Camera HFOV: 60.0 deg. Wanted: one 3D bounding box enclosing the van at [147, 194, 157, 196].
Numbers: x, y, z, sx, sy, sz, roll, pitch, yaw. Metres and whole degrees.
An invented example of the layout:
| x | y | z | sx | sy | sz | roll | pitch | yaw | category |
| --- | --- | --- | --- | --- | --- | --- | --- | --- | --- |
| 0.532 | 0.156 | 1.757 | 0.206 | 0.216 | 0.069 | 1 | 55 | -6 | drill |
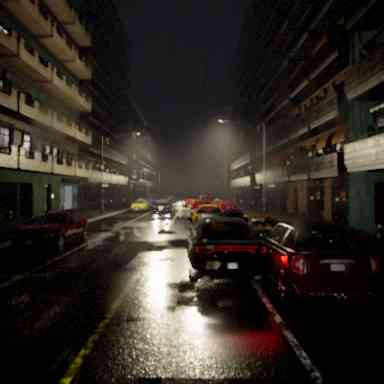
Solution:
| x | y | z | sx | sy | sz | roll | pitch | yaw | category |
| --- | --- | --- | --- | --- | --- | --- | --- | --- | --- |
| -5.593 | 1.222 | 47.762 | 1.690 | 1.788 | 3.998 | 0 | 0 | 0 | van |

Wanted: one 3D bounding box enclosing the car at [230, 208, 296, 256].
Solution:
| x | y | z | sx | sy | sz | roll | pitch | yaw | category |
| --- | --- | --- | --- | --- | --- | --- | --- | --- | --- |
| 2.716 | 1.483 | 13.919 | 1.752 | 1.417 | 4.829 | 0 | 0 | 0 | car |

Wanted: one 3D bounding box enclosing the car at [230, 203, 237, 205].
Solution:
| x | y | z | sx | sy | sz | roll | pitch | yaw | category |
| --- | --- | --- | --- | --- | --- | --- | --- | --- | --- |
| 2.740 | 1.472 | 25.074 | 1.887 | 1.381 | 4.507 | 0 | 0 | 0 | car |

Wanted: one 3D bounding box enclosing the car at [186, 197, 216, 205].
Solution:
| x | y | z | sx | sy | sz | roll | pitch | yaw | category |
| --- | --- | --- | --- | --- | --- | --- | --- | --- | --- |
| 0.797 | 1.405 | 25.682 | 1.882 | 1.535 | 5.008 | 0 | 0 | -3 | car |

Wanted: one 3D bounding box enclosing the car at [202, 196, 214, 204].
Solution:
| x | y | z | sx | sy | sz | roll | pitch | yaw | category |
| --- | --- | --- | --- | --- | --- | --- | --- | --- | --- |
| 2.812 | 1.420 | 59.044 | 2.008 | 1.369 | 4.403 | 0 | 0 | 0 | car |

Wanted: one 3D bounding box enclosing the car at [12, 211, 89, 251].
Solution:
| x | y | z | sx | sy | sz | roll | pitch | yaw | category |
| --- | --- | --- | --- | --- | --- | --- | --- | --- | --- |
| -5.665 | 1.503 | 13.790 | 1.887 | 1.381 | 4.507 | 0 | 0 | 0 | car |

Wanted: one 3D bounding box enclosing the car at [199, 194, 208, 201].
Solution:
| x | y | z | sx | sy | sz | roll | pitch | yaw | category |
| --- | --- | --- | --- | --- | --- | --- | --- | --- | --- |
| 2.860 | 1.300 | 81.691 | 1.967 | 1.590 | 4.097 | 0 | 0 | 0 | car |

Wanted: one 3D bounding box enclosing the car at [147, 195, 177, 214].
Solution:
| x | y | z | sx | sy | sz | roll | pitch | yaw | category |
| --- | --- | --- | --- | --- | --- | --- | --- | --- | --- |
| -3.018 | 1.394 | 34.619 | 2.128 | 1.511 | 4.902 | 0 | 0 | 0 | car |

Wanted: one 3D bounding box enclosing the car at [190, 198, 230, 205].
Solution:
| x | y | z | sx | sy | sz | roll | pitch | yaw | category |
| --- | --- | --- | --- | --- | --- | --- | --- | --- | --- |
| 0.940 | 1.397 | 19.908 | 1.801 | 1.575 | 5.366 | 0 | 0 | 0 | car |

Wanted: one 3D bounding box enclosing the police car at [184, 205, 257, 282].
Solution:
| x | y | z | sx | sy | sz | roll | pitch | yaw | category |
| --- | --- | --- | --- | --- | --- | --- | --- | --- | --- |
| 0.819 | 1.394 | 9.808 | 1.930 | 1.638 | 5.238 | 0 | 0 | -1 | police car |

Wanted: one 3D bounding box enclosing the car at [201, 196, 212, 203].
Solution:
| x | y | z | sx | sy | sz | roll | pitch | yaw | category |
| --- | --- | --- | --- | --- | --- | --- | --- | --- | --- |
| 2.825 | 1.416 | 64.705 | 2.008 | 1.369 | 4.403 | 0 | 0 | 0 | car |

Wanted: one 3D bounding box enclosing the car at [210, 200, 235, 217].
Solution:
| x | y | z | sx | sy | sz | roll | pitch | yaw | category |
| --- | --- | --- | --- | --- | --- | --- | --- | --- | --- |
| 2.752 | 1.456 | 30.739 | 1.887 | 1.381 | 4.507 | 0 | 0 | 0 | car |

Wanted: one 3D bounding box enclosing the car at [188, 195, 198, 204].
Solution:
| x | y | z | sx | sy | sz | roll | pitch | yaw | category |
| --- | --- | --- | --- | --- | --- | --- | --- | --- | --- |
| 0.130 | 1.393 | 61.379 | 1.812 | 1.442 | 4.674 | 0 | 0 | 0 | car |

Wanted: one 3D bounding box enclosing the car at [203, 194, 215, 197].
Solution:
| x | y | z | sx | sy | sz | roll | pitch | yaw | category |
| --- | --- | --- | --- | --- | --- | --- | --- | --- | --- |
| 2.799 | 1.189 | 53.381 | 2.192 | 1.841 | 5.009 | 0 | 0 | 0 | car |

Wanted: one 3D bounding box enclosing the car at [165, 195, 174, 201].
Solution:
| x | y | z | sx | sy | sz | roll | pitch | yaw | category |
| --- | --- | --- | --- | --- | --- | --- | --- | --- | --- |
| -5.520 | 1.386 | 81.564 | 1.752 | 1.417 | 4.829 | 0 | 0 | 0 | car |

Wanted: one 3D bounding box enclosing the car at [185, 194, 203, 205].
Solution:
| x | y | z | sx | sy | sz | roll | pitch | yaw | category |
| --- | --- | --- | --- | --- | --- | --- | --- | --- | --- |
| 0.134 | 1.234 | 46.700 | 2.097 | 1.767 | 4.553 | 0 | 0 | 1 | car |

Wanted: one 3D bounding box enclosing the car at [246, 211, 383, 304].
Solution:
| x | y | z | sx | sy | sz | roll | pitch | yaw | category |
| --- | --- | --- | --- | --- | --- | --- | --- | --- | --- |
| 2.703 | 1.414 | 8.086 | 1.967 | 1.590 | 4.097 | 0 | 0 | 0 | car |

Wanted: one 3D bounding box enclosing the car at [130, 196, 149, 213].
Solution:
| x | y | z | sx | sy | sz | roll | pitch | yaw | category |
| --- | --- | --- | --- | --- | --- | --- | --- | --- | --- |
| -5.617 | 1.425 | 36.269 | 1.752 | 1.417 | 4.829 | 0 | 0 | 0 | car |

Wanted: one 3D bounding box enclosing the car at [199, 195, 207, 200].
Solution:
| x | y | z | sx | sy | sz | roll | pitch | yaw | category |
| --- | --- | --- | --- | --- | --- | --- | --- | --- | --- |
| 2.873 | 1.428 | 87.350 | 1.947 | 1.339 | 4.313 | 0 | 0 | 0 | car |

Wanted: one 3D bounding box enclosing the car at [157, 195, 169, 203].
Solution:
| x | y | z | sx | sy | sz | roll | pitch | yaw | category |
| --- | --- | --- | --- | --- | --- | --- | --- | --- | --- |
| -5.556 | 1.306 | 64.747 | 1.967 | 1.590 | 4.097 | 0 | 0 | 0 | car |
